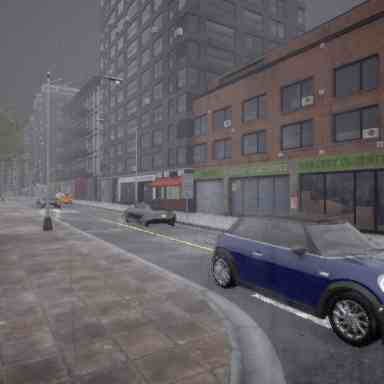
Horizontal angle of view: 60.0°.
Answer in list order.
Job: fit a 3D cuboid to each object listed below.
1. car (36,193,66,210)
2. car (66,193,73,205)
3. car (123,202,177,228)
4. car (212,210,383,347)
[{"bbox_3d":[-14.571,0.989,33.630,2.033,1.411,5.357,0,0,-32],"label":"car"},{"bbox_3d":[-16.662,0.860,42.515,1.882,1.535,5.008,0,0,-32],"label":"car"},{"bbox_3d":[-2.617,1.258,19.986,1.994,1.385,4.181,0,1,-32],"label":"car"},{"bbox_3d":[2.369,1.261,6.415,2.097,1.767,4.553,0,1,-32],"label":"car"}]
